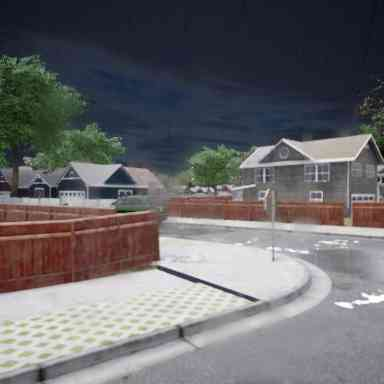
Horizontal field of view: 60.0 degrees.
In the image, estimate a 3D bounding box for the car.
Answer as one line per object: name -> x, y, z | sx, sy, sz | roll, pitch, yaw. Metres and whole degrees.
car -> -4.191, 1.316, 23.422 | 5.566, 2.045, 2.150 | -1, -1, 37
